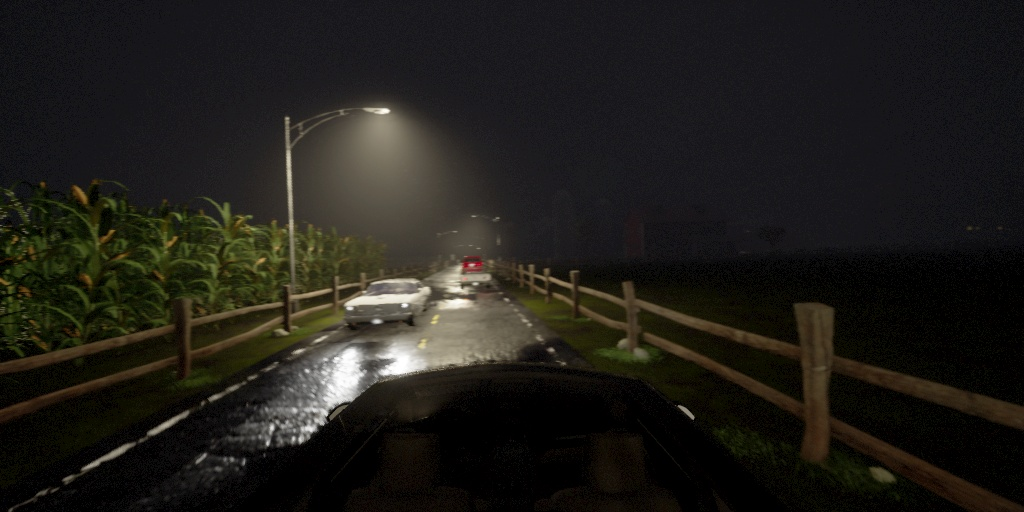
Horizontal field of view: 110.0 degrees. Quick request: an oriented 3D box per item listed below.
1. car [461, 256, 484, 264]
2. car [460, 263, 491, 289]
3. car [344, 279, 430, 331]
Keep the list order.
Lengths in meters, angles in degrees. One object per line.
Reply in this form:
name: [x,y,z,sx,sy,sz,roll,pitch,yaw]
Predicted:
car: [-4.127,1.029,37.546,2.150,2.045,5.566,-2,0,-6]
car: [-2.440,1.376,23.660,1.895,1.301,4.718,-2,0,-7]
car: [-3.905,1.466,11.891,1.895,1.301,4.718,-2,0,-7]
